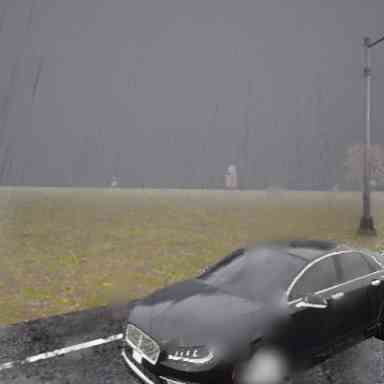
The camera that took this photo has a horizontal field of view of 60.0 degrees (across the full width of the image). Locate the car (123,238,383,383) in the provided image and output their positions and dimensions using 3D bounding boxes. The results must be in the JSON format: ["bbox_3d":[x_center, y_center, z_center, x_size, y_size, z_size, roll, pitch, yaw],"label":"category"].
[{"bbox_3d":[1.397,1.529,4.974,4.892,1.490,1.837,0,0,-35],"label":"car"}]
